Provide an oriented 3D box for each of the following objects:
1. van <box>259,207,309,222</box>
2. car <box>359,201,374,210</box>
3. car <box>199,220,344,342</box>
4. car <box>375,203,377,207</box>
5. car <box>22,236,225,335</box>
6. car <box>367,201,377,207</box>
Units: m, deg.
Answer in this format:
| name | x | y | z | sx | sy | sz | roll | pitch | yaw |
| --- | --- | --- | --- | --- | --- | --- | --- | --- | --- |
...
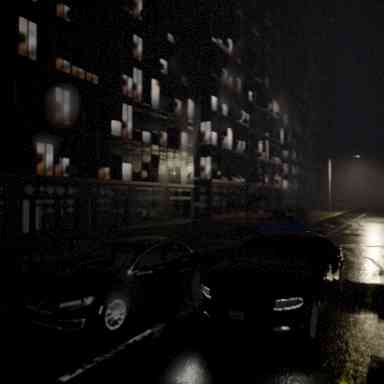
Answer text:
| name | x | y | z | sx | sy | sz | roll | pitch | yaw |
| --- | --- | --- | --- | --- | --- | --- | --- | --- | --- |
| van | 4.701 | 1.636 | 16.709 | 1.690 | 1.788 | 3.998 | 0 | -1 | 31 |
| car | 31.405 | 2.585 | 60.423 | 1.887 | 1.381 | 4.507 | 0 | -1 | 31 |
| car | 1.967 | 1.606 | 7.074 | 1.882 | 1.535 | 5.008 | 0 | -1 | 31 |
| car | 40.307 | 2.818 | 74.996 | 1.887 | 1.381 | 4.507 | 0 | -1 | 31 |
| car | -1.235 | 1.668 | 6.991 | 2.008 | 1.369 | 4.403 | 0 | -1 | 31 |
| car | 43.274 | 2.916 | 79.854 | 1.947 | 1.339 | 4.313 | 0 | -1 | 31 |
